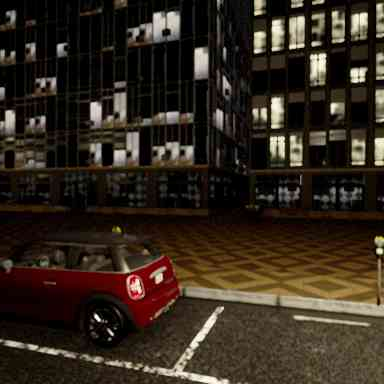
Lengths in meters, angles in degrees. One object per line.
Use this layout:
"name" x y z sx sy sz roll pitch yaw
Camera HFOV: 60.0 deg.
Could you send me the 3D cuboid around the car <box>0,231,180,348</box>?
"car" -2.383 1.445 6.085 4.097 1.590 1.967 0 0 18
